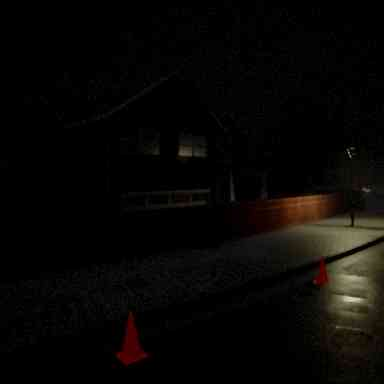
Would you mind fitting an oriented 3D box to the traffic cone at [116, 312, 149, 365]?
[{"bbox_3d":[-0.805,1.902,4.444,0.340,0.580,0.340,-2,1,-37],"label":"traffic cone"}]

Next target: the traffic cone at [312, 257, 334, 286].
[{"bbox_3d":[2.950,1.755,7.503,0.340,0.580,0.340,-2,1,-41],"label":"traffic cone"}]
